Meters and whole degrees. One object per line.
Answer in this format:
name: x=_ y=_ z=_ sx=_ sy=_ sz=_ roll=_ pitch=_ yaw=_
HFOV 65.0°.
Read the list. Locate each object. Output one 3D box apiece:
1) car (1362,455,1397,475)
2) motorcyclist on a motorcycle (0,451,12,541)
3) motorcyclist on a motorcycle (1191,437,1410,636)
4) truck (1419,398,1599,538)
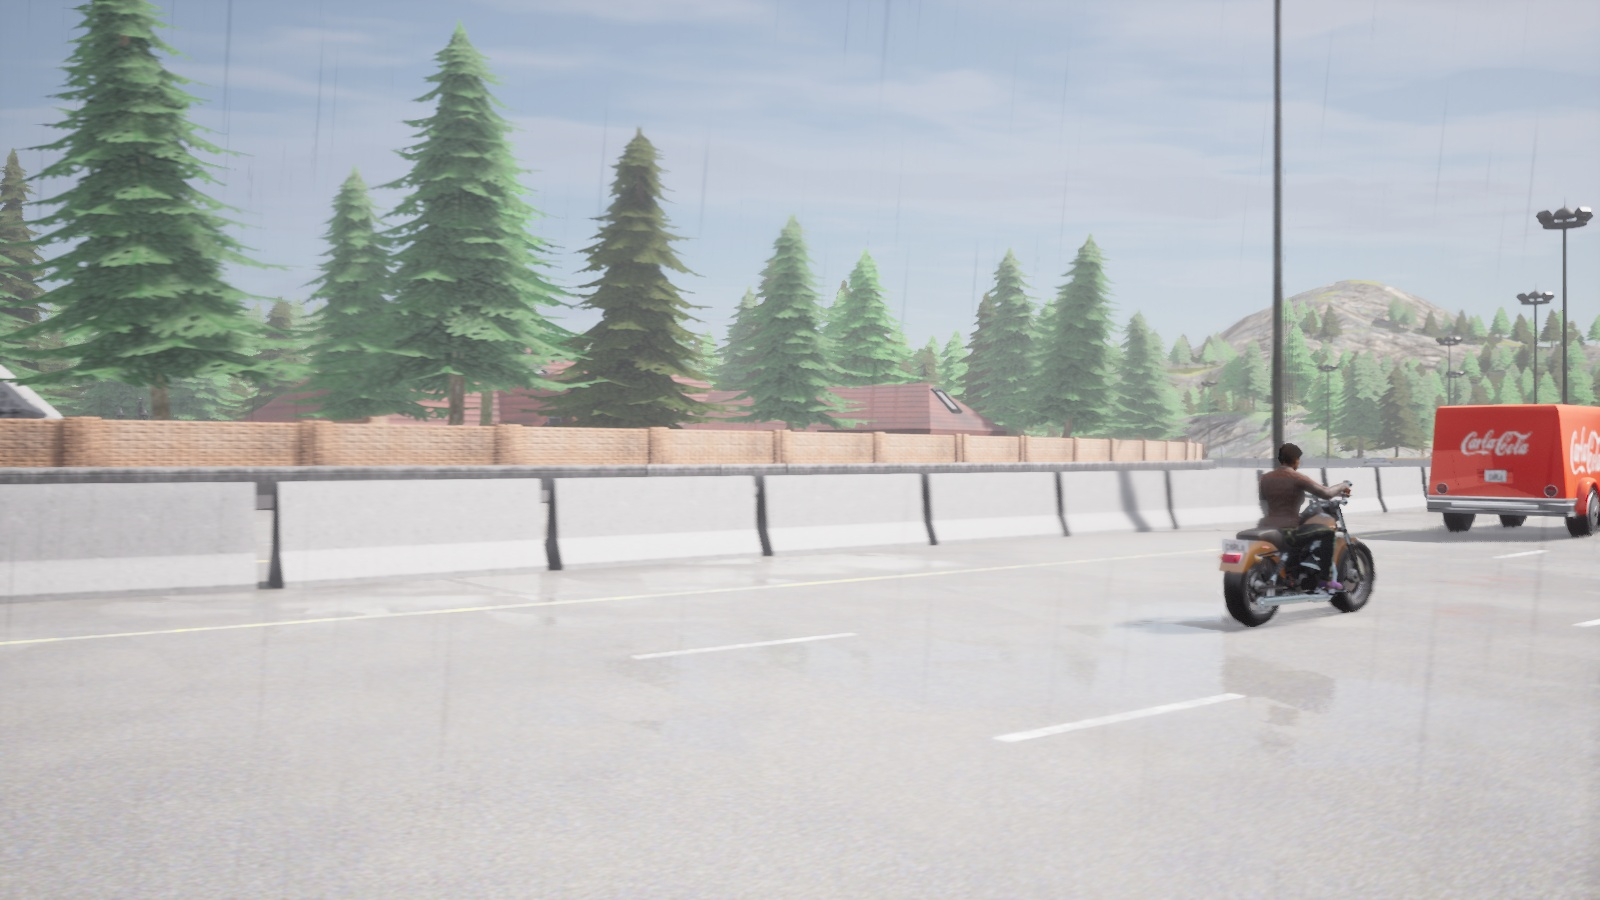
car: x=41.454 y=1.059 z=89.936 sx=1.994 sy=1.385 sz=4.181 roll=0 pitch=0 yaw=21
motorcyclist on a motorcycle: x=-15.613 y=0.846 z=22.619 sx=2.350 sy=1.649 sz=0.766 roll=0 pitch=-1 yaw=-35
motorcyclist on a motorcycle: x=4.610 y=0.730 z=11.474 sx=2.350 sy=1.649 sz=0.766 roll=0 pitch=-1 yaw=-38
truck: x=14.590 y=0.317 z=24.807 sx=5.204 sy=2.467 sz=2.627 roll=0 pitch=0 yaw=-44
